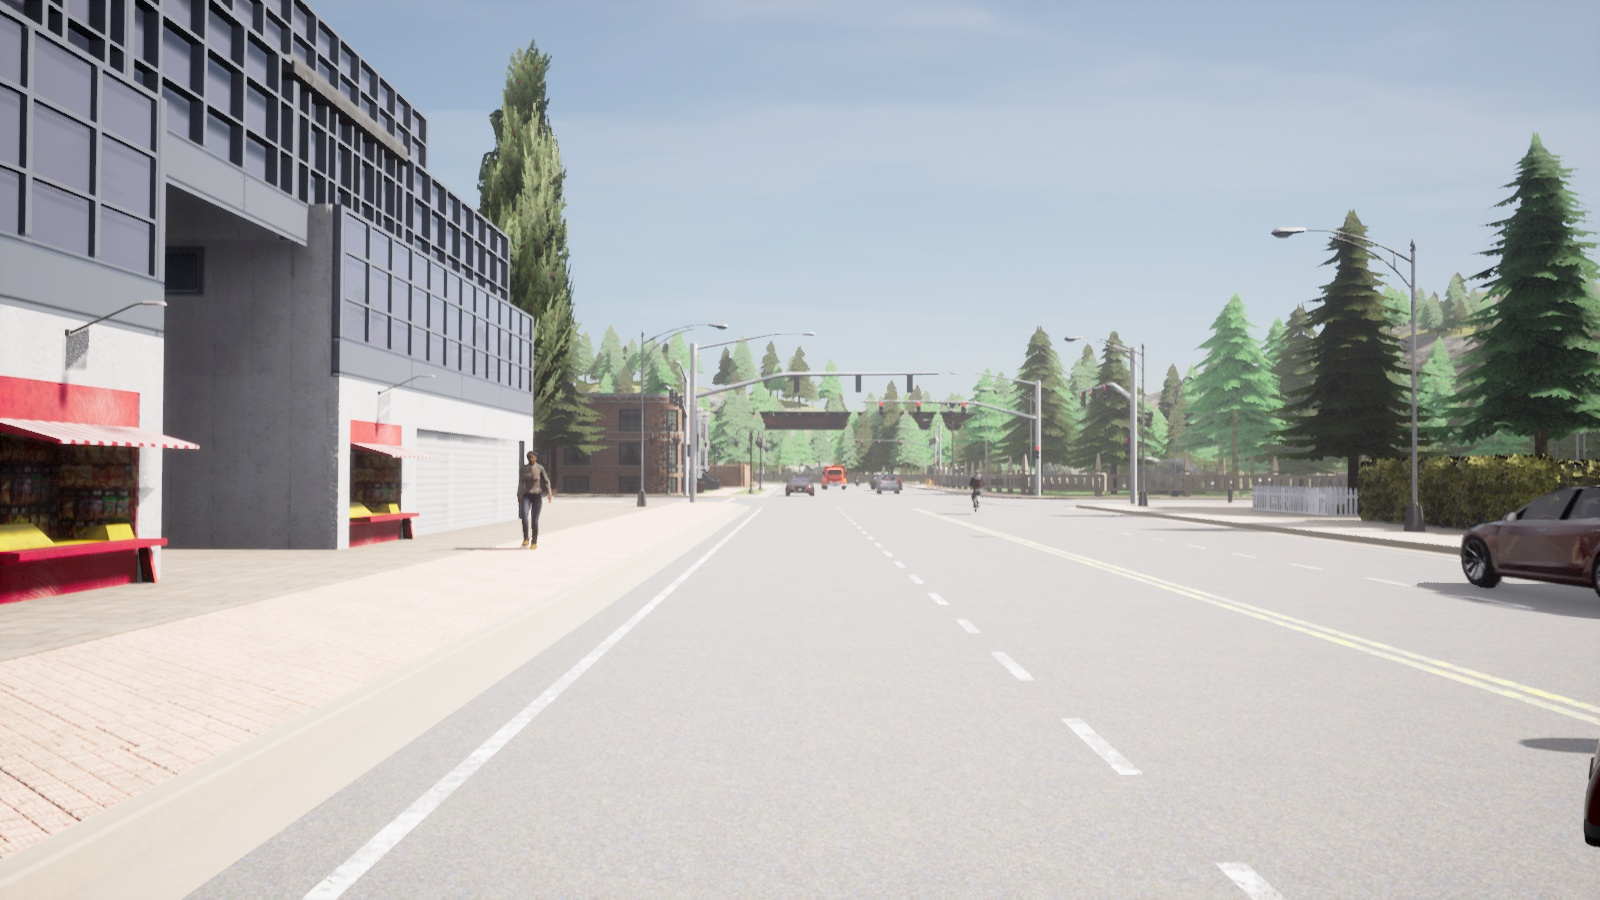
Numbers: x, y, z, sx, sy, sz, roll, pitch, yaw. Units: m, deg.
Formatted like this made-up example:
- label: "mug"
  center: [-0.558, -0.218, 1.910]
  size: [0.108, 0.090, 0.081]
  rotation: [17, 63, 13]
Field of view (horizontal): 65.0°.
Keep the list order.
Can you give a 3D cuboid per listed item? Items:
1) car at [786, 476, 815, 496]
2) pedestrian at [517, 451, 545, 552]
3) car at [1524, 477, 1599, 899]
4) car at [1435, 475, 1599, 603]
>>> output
- label: "car"
  center: [0.004, 2.563, 89.498]
  size: [1.994, 1.385, 4.181]
  rotation: [0, -1, -1]
- label: "pedestrian"
  center: [-4.902, 0.926, 22.892]
  size: [0.328, 1.805, 0.869]
  rotation: [0, -1, 0]
- label: "car"
  center: [3.495, 0.832, 2.635]
  size: [1.789, 1.549, 3.705]
  rotation: [0, -1, 0]
- label: "car"
  center: [10.498, 1.080, 16.217]
  size: [2.163, 1.488, 4.792]
  rotation: [0, -1, 0]
